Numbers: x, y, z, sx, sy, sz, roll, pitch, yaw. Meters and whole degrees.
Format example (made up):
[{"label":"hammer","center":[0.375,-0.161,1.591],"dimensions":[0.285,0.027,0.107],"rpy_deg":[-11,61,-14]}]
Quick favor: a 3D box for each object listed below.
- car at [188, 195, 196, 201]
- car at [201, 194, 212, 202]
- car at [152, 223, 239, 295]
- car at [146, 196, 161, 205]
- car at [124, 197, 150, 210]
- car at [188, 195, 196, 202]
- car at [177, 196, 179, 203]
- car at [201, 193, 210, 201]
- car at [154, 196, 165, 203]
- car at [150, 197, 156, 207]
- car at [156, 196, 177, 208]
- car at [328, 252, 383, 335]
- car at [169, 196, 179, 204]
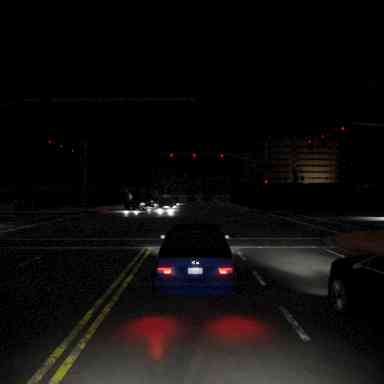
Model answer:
[{"label":"car","center":[-0.061,1.425,84.616],"dimensions":[1.994,1.385,4.181],"rpy_deg":[0,0,0]},{"label":"car","center":[3.447,1.344,74.634],"dimensions":[2.097,1.767,4.553],"rpy_deg":[0,0,0]},{"label":"car","center":[0.077,1.547,8.842],"dimensions":[2.033,1.411,5.357],"rpy_deg":[0,0,0]},{"label":"car","center":[-7.107,1.547,61.730],"dimensions":[2.033,1.411,5.357],"rpy_deg":[0,0,0]},{"label":"car","center":[-7.171,1.547,42.288],"dimensions":[2.033,1.411,5.357],"rpy_deg":[0,0,2]},{"label":"car","center":[-0.053,1.531,74.343],"dimensions":[2.033,1.411,5.357],"rpy_deg":[0,0,0]},{"label":"car","center":[-3.624,1.491,56.854],"dimensions":[2.128,1.511,4.902],"rpy_deg":[0,0,0]},{"label":"car","center":[3.439,1.228,84.590],"dimensions":[2.097,1.767,4.553],"rpy_deg":[0,0,0]},{"label":"car","center":[-7.051,1.552,71.649],"dimensions":[1.994,1.385,4.181],"rpy_deg":[0,0,0]},{"label":"car","center":[-7.130,1.505,51.930],"dimensions":[1.837,1.490,4.892],"rpy_deg":[0,0,0]},{"label":"car","center":[-3.633,1.601,47.537],"dimensions":[1.895,1.301,4.718],"rpy_deg":[0,0,0]},{"label":"car","center":[3.559,1.491,4.599],"dimensions":[2.128,1.511,4.902],"rpy_deg":[0,0,0]},{"label":"car","center":[-3.569,1.505,66.900],"dimensions":[1.837,1.490,4.892],"rpy_deg":[0,0,0]}]
